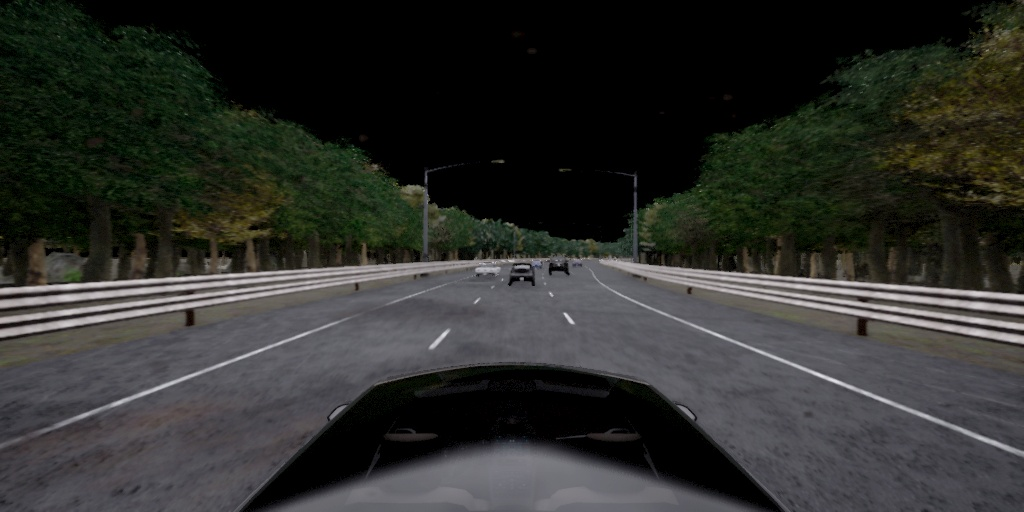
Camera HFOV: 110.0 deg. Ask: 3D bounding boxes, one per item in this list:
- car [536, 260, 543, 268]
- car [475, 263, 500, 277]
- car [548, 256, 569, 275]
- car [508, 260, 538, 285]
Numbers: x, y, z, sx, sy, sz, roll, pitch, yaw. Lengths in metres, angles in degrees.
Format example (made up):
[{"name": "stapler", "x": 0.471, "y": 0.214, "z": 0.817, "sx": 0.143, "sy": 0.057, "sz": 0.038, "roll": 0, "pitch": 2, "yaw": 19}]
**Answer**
[{"name": "car", "x": 4.405, "y": 1.409, "z": 62.254, "sx": 2.033, "sy": 1.411, "sz": 5.357, "roll": 0, "pitch": 0, "yaw": 9}, {"name": "car", "x": -2.296, "y": 1.376, "z": 35.634, "sx": 1.895, "sy": 1.301, "sz": 4.718, "roll": 0, "pitch": 0, "yaw": 5}, {"name": "car", "x": 5.284, "y": 1.048, "z": 40.952, "sx": 2.150, "sy": 2.045, "sz": 5.566, "roll": 0, "pitch": 0, "yaw": 6}, {"name": "car", "x": 0.784, "y": 1.285, "z": 26.344, "sx": 1.837, "sy": 1.490, "sz": 4.892, "roll": 0, "pitch": 0, "yaw": 3}]
